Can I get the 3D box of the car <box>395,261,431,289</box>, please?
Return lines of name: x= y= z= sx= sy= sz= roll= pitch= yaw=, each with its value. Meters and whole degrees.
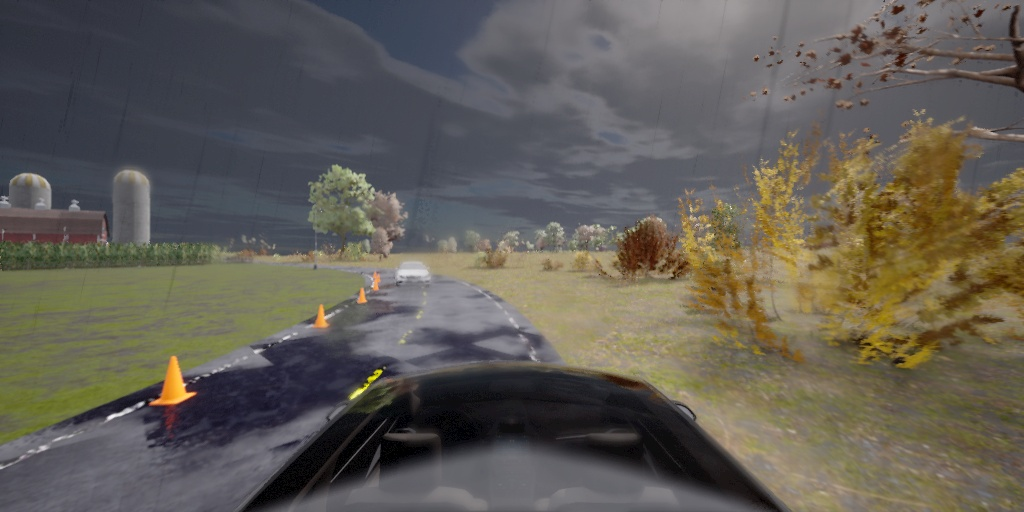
car: x=-5.946 y=1.055 z=21.417 sx=1.812 sy=1.442 sz=4.674 roll=0 pitch=0 yaw=-19

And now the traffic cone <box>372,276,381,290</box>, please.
traffic cone: x=-7.253 y=1.504 z=19.107 sx=0.340 sy=0.580 sz=0.340 roll=0 pitch=0 yaw=-17

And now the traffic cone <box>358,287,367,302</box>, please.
traffic cone: x=-6.034 y=1.554 z=14.447 sx=0.340 sy=0.580 sz=0.340 roll=0 pitch=0 yaw=-13

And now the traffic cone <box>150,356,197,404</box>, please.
traffic cone: x=-4.637 y=1.671 z=4.921 sx=0.340 sy=0.580 sz=0.340 roll=0 pitch=0 yaw=-4

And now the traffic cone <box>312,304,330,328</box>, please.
traffic cone: x=-5.161 y=1.609 z=9.709 sx=0.340 sy=0.580 sz=0.340 roll=0 pitch=0 yaw=-8

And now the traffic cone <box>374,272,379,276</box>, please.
traffic cone: x=-8.811 y=1.460 z=23.665 sx=0.340 sy=0.580 sz=0.340 roll=0 pitch=0 yaw=-21
